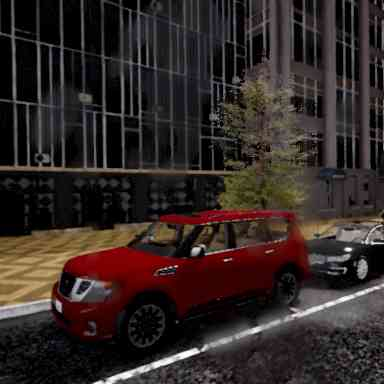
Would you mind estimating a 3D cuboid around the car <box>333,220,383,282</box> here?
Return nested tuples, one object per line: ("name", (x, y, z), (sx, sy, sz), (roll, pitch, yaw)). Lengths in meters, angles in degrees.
("car", (4.738, 1.519, 9.508), (4.403, 1.369, 2.008), (0, -1, -36))

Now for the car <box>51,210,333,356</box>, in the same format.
("car", (0.142, 1.303, 6.223), (5.009, 1.841, 2.192), (0, -1, -36))
